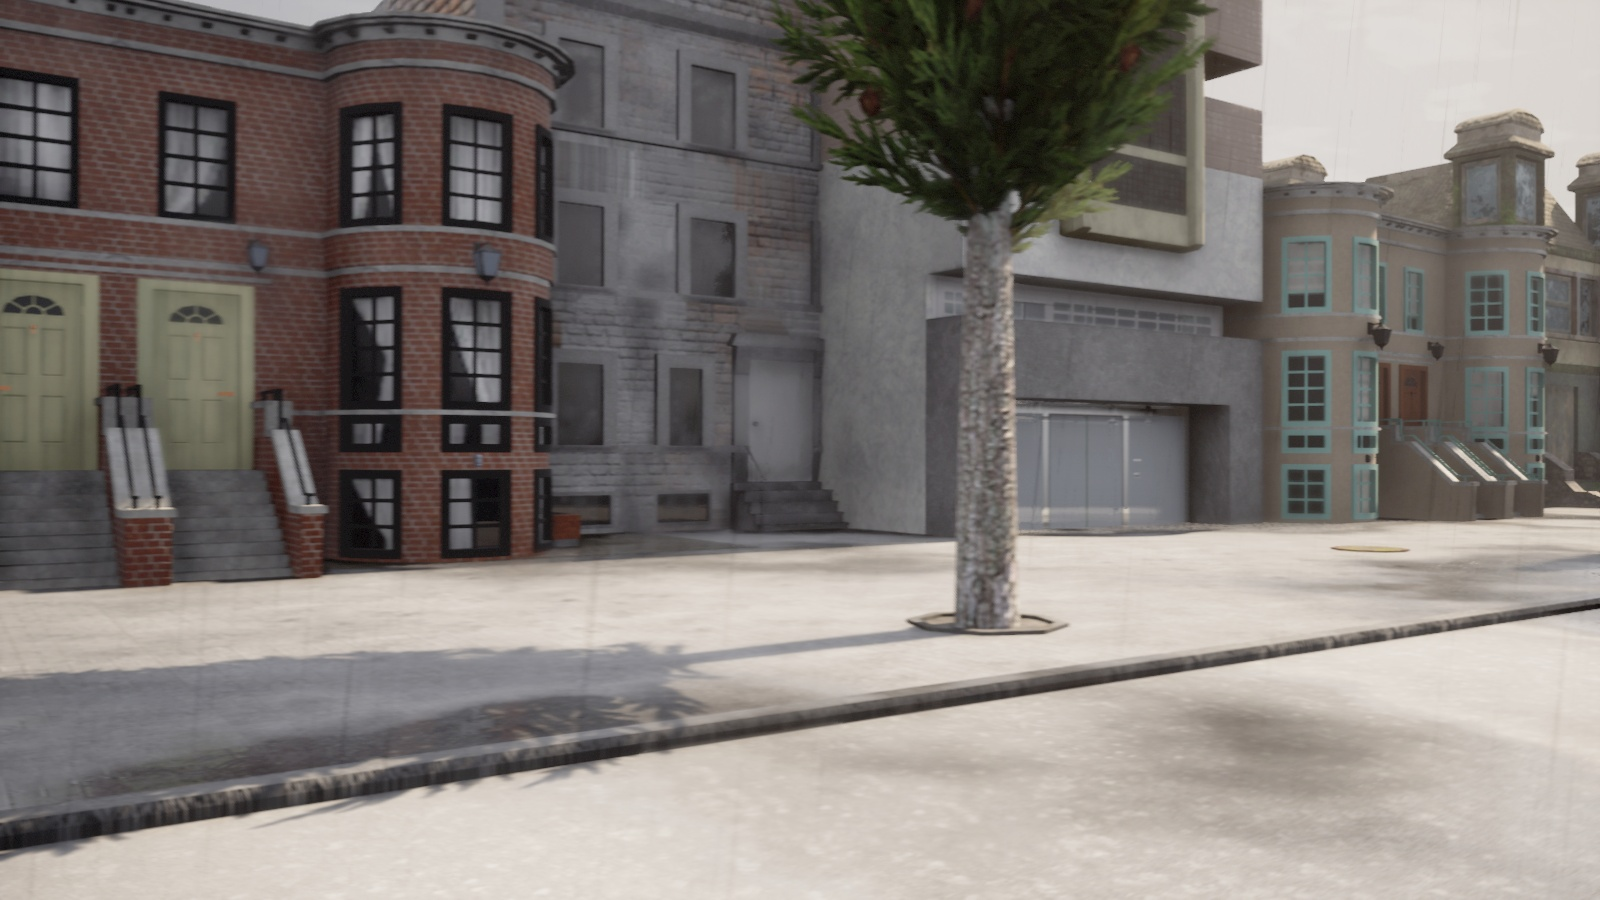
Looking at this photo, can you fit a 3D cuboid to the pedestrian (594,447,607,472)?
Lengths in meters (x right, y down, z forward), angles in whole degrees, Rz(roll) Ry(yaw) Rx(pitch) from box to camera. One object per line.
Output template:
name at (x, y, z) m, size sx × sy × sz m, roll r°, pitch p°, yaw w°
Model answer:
pedestrian at (-15.329, 0.724, 96.531) m, size 0.634 × 1.844 × 0.899 m, roll 0°, pitch 0°, yaw -41°
